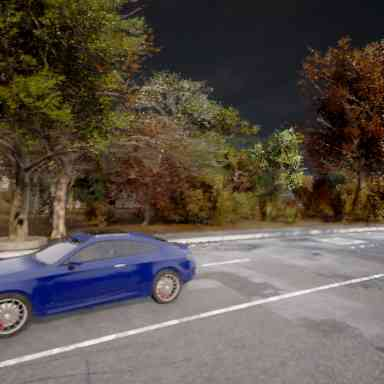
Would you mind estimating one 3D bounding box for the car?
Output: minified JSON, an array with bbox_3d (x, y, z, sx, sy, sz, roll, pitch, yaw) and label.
[{"bbox_3d":[-2.043,1.519,6.663,4.674,1.442,1.812,1,0,-35],"label":"car"}]
